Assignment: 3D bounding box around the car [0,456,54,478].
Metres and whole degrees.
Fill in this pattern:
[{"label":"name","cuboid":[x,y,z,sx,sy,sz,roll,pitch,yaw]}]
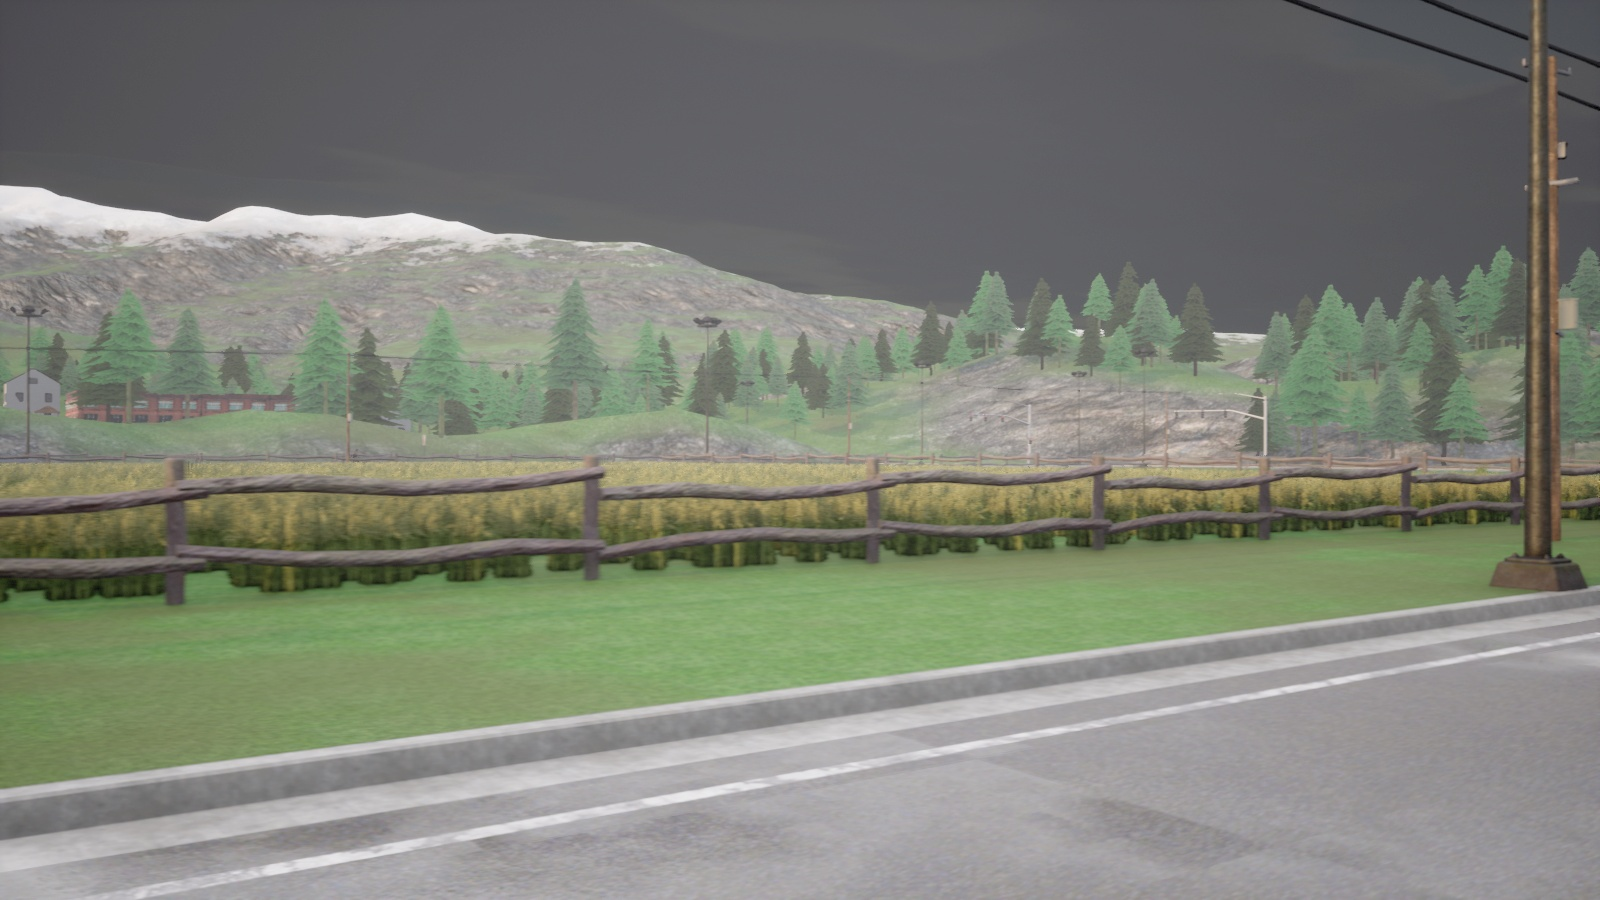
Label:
[{"label":"car","cuboid":[-50.923,1.116,81.534,4.181,1.385,1.994,0,0,-35]}]
